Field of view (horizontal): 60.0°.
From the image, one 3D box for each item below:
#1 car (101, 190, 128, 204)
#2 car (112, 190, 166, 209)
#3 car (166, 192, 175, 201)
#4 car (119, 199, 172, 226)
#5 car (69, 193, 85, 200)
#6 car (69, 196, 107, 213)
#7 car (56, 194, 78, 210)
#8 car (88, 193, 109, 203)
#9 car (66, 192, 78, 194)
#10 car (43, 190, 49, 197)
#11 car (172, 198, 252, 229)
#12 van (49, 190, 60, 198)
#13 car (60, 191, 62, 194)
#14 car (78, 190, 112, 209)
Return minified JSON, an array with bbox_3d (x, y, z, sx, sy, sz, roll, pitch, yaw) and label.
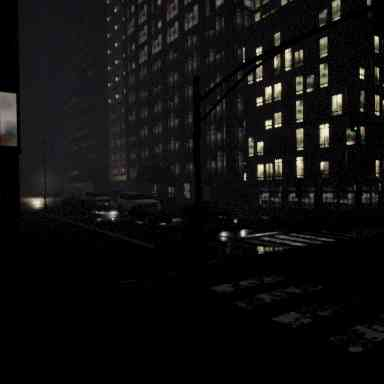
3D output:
[{"bbox_3d":[-12.026,0.732,51.043,2.150,2.045,5.566,-1,1,-35],"label":"car"},{"bbox_3d":[-4.861,1.021,29.704,2.150,2.045,5.566,-1,1,-35],"label":"car"},{"bbox_3d":[-3.661,0.962,38.185,2.192,1.841,5.009,-1,1,-35],"label":"car"},{"bbox_3d":[-2.911,1.455,22.378,2.008,1.369,4.403,-1,1,-35],"label":"car"},{"bbox_3d":[-22.862,0.888,66.062,1.887,1.381,4.507,-1,1,-35],"label":"car"},{"bbox_3d":[-10.537,1.353,33.401,1.947,1.339,4.313,-1,1,-35],"label":"car"},{"bbox_3d":[-13.739,1.288,38.047,2.008,1.369,4.403,-1,1,-35],"label":"car"},{"bbox_3d":[-15.950,0.918,56.806,1.882,1.535,5.008,-1,1,-35],"label":"car"},{"bbox_3d":[-19.329,1.081,56.180,1.895,1.301,4.718,-1,1,-35],"label":"car"},{"bbox_3d":[-35.663,0.687,84.644,2.008,1.369,4.403,-1,1,-35],"label":"car"},{"bbox_3d":[1.099,1.382,21.057,2.128,1.511,4.902,-1,1,-35],"label":"car"},{"bbox_3d":[-32.463,0.530,79.996,1.690,1.788,3.998,-1,1,-35],"label":"van"},{"bbox_3d":[-26.062,0.732,70.706,1.967,1.590,4.097,-1,1,-35],"label":"car"},{"bbox_3d":[-10.930,0.926,38.535,2.150,2.045,5.566,-1,1,-35],"label":"car"}]
